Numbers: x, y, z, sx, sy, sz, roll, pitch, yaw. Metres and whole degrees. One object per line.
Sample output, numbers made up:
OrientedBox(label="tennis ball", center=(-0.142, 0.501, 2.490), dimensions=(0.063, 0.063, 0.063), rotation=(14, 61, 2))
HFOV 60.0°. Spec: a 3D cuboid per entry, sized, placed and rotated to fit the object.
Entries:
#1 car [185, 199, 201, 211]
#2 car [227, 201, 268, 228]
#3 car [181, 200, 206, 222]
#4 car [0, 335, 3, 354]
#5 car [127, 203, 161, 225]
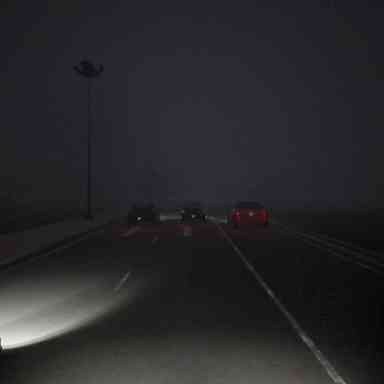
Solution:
OrientedBox(label="car", center=(0.077, 1.625, 42.006), dimensions=(1.895, 1.301, 4.718), rotation=(0, 0, 0))
OrientedBox(label="car", center=(3.599, 1.365, 22.289), dimensions=(2.097, 1.767, 4.553), rotation=(0, 0, 0))
OrientedBox(label="car", center=(0.092, 1.541, 25.956), dimensions=(1.812, 1.442, 4.674), rotation=(0, 0, 0))
OrientedBox(label="car", center=(-3.398, 1.565, 2.533), dimensions=(1.994, 1.385, 4.181), rotation=(0, 0, 0))
OrientedBox(label="car", center=(-3.401, 1.505, 23.951), dimensions=(2.128, 1.511, 4.902), rotation=(0, 0, 0))
